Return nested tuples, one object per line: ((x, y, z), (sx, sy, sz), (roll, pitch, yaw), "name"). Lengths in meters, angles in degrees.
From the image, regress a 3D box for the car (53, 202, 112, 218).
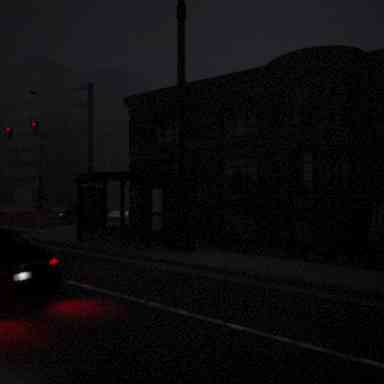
((-9.335, 1.536, 28.841), (1.895, 1.301, 4.718), (0, 0, 38), "car")

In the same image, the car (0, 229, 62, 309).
((-4.788, 1.544, 7.419), (4.181, 1.385, 1.994), (0, 0, 36), "car")
